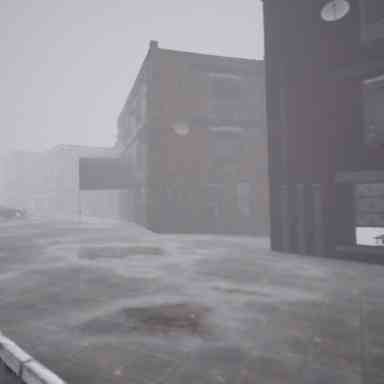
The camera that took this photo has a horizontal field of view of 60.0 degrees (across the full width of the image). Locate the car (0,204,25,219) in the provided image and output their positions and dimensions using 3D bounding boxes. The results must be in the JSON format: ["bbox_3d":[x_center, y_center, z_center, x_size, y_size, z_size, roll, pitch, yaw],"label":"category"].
[{"bbox_3d":[-18.106,1.814,30.895,2.231,1.521,4.892,-1,-1,31],"label":"car"}]
